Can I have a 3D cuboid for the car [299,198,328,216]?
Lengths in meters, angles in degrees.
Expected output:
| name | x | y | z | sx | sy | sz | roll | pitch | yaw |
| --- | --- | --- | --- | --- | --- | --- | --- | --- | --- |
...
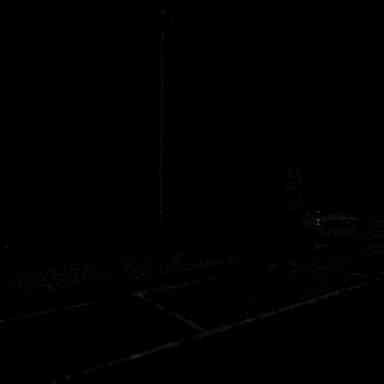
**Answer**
| name | x | y | z | sx | sy | sz | roll | pitch | yaw |
| --- | --- | --- | --- | --- | --- | --- | --- | --- | --- |
| car | 9.958 | 1.348 | 30.283 | 1.837 | 1.490 | 4.892 | 1 | 0 | -35 |
